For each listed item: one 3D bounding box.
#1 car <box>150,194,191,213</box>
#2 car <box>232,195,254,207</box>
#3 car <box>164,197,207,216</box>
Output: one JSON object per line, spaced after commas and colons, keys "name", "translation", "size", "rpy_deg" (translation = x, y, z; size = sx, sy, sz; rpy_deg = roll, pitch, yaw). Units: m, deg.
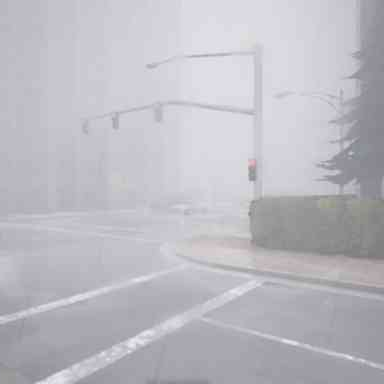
{"name": "car", "translation": [-2.037, 1.194, 35.673], "size": [2.150, 2.045, 5.566], "rpy_deg": [0, 0, 36]}
{"name": "car", "translation": [7.697, 1.280, 48.886], "size": [1.837, 1.490, 4.892], "rpy_deg": [0, 0, 36]}
{"name": "car", "translation": [-0.273, 1.503, 32.128], "size": [1.812, 1.442, 4.674], "rpy_deg": [0, 0, 36]}
